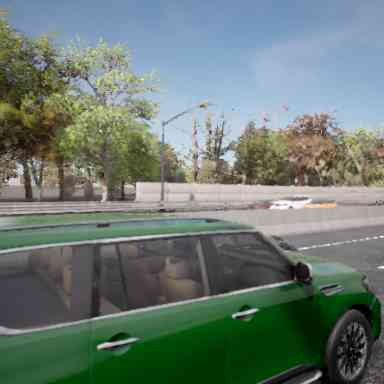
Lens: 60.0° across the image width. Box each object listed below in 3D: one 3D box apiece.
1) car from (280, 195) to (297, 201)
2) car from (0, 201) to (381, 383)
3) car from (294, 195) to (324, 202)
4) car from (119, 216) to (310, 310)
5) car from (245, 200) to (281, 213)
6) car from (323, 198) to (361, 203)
[{"bbox_3d":[11.547,1.400,38.038,5.566,2.045,2.150,0,0,-35],"label":"car"},{"bbox_3d":[-0.218,1.235,3.631,5.566,2.045,2.150,0,0,-35],"label":"car"},{"bbox_3d":[13.324,1.529,35.005,4.553,1.767,2.097,0,0,-35],"label":"car"},{"bbox_3d":[0.773,1.536,8.616,4.892,1.490,1.837,0,0,-35],"label":"car"},{"bbox_3d":[8.594,1.736,40.029,4.181,1.385,1.994,0,0,-37],"label":"car"},{"bbox_3d":[15.222,1.654,32.063,5.008,1.535,1.882,0,0,-35],"label":"car"}]
